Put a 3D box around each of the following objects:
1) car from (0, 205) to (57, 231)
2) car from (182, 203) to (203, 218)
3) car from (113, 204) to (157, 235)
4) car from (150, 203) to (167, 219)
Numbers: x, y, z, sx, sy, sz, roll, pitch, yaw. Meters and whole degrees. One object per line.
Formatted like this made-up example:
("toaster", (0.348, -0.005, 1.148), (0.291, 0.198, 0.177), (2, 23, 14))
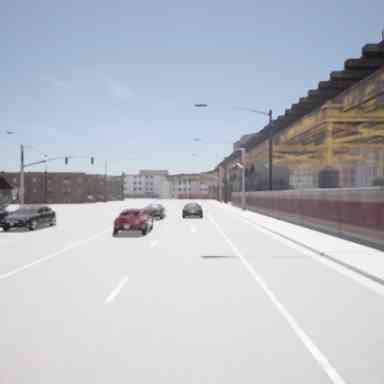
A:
("car", (-10.541, 1.652, 21.888), (1.837, 1.490, 4.892), (0, 0, 1))
("car", (0.066, 1.789, 33.353), (1.994, 1.385, 4.181), (0, 0, 0))
("car", (-3.394, 1.657, 19.685), (1.812, 1.442, 4.674), (0, 0, 0))
("car", (-3.448, 1.757, 31.126), (2.033, 1.411, 5.357), (0, 0, 0))
